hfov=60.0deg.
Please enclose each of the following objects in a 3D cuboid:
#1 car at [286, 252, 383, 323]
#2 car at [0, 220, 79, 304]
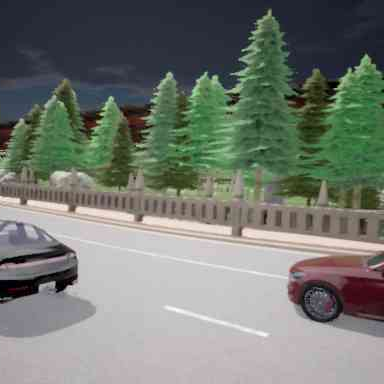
[{"bbox_3d":[3.949,1.523,5.473,4.674,1.442,1.812,0,0,35],"label":"car"},{"bbox_3d":[-4.486,1.355,7.189,4.902,1.511,2.128,2,1,35],"label":"car"}]
